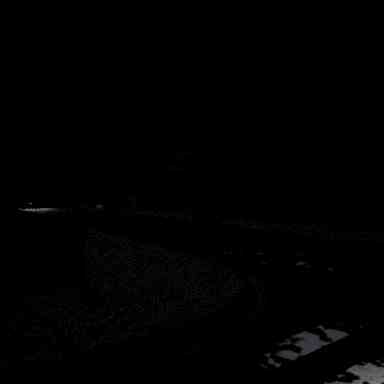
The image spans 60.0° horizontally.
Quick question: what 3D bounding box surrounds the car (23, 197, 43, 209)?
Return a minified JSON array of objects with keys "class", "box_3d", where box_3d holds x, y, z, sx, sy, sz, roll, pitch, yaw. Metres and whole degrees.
[{"class":"car","box_3d":[-21.508,1.397,44.860,1.837,1.490,4.892,-2,1,-36]}]
